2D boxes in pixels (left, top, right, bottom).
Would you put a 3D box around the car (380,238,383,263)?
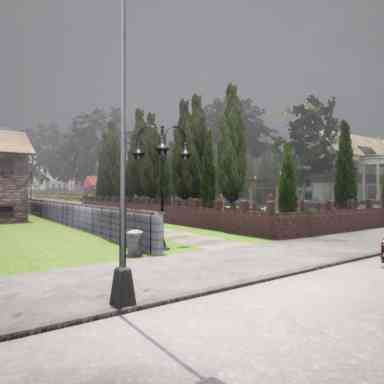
[{"bbox_3d":[7.700,1.351,10.096,4.553,1.767,2.097,0,0,-35],"label":"car"}]
